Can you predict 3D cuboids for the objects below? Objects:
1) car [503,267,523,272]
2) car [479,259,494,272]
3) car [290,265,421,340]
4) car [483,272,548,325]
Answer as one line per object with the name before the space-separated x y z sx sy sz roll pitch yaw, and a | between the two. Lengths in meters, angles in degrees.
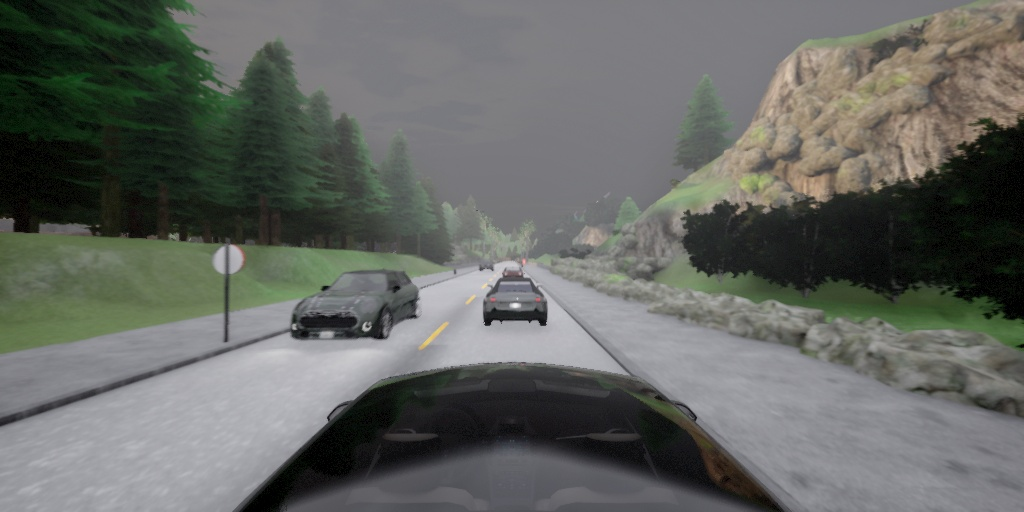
car | 0.093 1.624 33.264 1.895 1.301 4.718 0 0 0
car | -4.056 1.451 57.853 2.150 2.045 5.566 0 0 1
car | -4.101 1.176 10.187 2.097 1.767 4.553 0 -1 0
car | 0.098 1.405 12.236 1.994 1.385 4.181 0 -1 0
